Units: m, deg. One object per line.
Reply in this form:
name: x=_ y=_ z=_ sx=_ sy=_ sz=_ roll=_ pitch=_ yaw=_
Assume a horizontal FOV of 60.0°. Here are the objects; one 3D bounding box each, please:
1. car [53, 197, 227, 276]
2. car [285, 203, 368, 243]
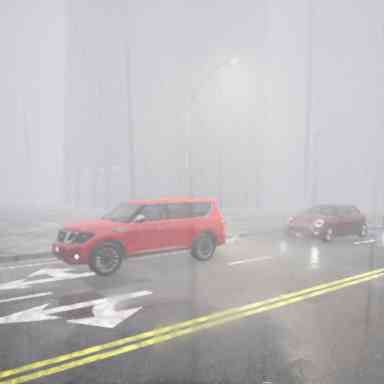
car: x=-1.414 y=1.209 z=10.665 sx=5.566 sy=2.045 sz=2.150 roll=0 pitch=0 yaw=-36
car: x=6.674 y=1.374 z=16.438 sx=4.553 sy=1.767 sz=2.097 roll=0 pitch=0 yaw=-36
